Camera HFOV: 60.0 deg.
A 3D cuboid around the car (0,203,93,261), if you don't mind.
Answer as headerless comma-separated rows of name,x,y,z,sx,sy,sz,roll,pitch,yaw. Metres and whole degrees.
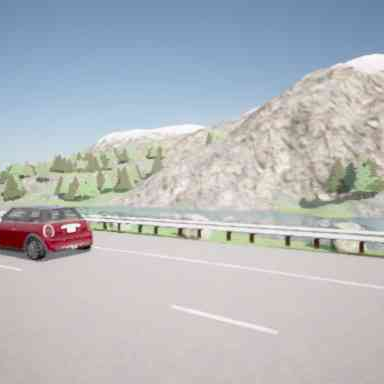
car,-5.738,1.246,11.968,4.553,1.767,2.097,0,1,32
